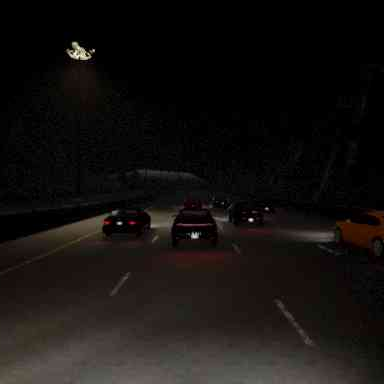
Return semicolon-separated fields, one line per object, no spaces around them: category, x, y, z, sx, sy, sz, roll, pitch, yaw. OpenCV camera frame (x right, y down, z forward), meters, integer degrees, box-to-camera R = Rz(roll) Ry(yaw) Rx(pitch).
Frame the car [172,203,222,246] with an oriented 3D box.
car;0.111;1.465;15.145;2.128;1.511;4.902;0;0;0

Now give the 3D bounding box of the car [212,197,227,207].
car;3.629;1.289;41.390;1.994;1.385;4.181;0;1;0

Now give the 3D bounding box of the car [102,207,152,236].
car;-3.387;1.505;18.079;2.033;1.411;5.357;0;0;0

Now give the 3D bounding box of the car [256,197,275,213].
car;7.124;1.325;34.085;1.837;1.490;4.892;0;1;0

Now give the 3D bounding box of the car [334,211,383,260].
car;7.109;1.462;12.469;1.882;1.535;5.008;0;0;0

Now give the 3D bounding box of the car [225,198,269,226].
car;3.616;1.433;22.802;1.837;1.490;4.892;0;0;0

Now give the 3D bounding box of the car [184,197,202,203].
car;0.126;1.265;36.841;1.882;1.535;5.008;0;1;0
